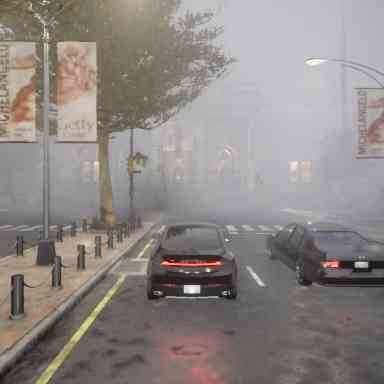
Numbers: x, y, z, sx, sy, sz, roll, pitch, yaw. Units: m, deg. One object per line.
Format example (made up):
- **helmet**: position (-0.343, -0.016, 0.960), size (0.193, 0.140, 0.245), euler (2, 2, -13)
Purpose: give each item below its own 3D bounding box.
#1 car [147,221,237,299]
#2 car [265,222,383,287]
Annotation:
- **car**: position (-0.001, 1.505, 8.418), size (1.837, 1.490, 4.892), euler (0, 0, 0)
- **car**: position (3.498, 1.547, 9.382), size (2.033, 1.411, 5.357), euler (0, 0, 0)
